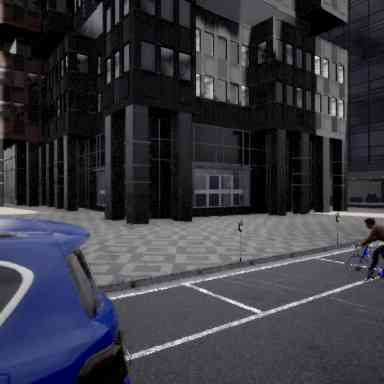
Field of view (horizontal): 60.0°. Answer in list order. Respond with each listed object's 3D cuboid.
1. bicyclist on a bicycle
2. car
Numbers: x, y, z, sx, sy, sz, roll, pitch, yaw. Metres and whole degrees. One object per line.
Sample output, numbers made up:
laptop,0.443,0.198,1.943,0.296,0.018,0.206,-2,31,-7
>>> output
bicyclist on a bicycle,4.463,1.454,7.986,0.582,1.620,1.656,0,-2,-37
car,-2.981,1.221,1.334,5.566,2.045,2.150,0,0,-35
